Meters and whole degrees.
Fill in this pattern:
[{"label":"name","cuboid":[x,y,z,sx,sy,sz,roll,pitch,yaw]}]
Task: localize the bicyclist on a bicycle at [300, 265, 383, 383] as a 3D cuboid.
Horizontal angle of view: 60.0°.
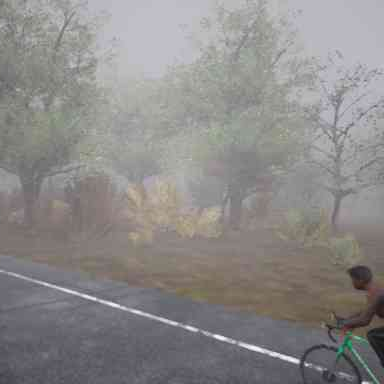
[{"label":"bicyclist on a bicycle","cuboid":[1.936,1.616,3.480,1.656,1.620,0.582,-1,-3,39]}]
